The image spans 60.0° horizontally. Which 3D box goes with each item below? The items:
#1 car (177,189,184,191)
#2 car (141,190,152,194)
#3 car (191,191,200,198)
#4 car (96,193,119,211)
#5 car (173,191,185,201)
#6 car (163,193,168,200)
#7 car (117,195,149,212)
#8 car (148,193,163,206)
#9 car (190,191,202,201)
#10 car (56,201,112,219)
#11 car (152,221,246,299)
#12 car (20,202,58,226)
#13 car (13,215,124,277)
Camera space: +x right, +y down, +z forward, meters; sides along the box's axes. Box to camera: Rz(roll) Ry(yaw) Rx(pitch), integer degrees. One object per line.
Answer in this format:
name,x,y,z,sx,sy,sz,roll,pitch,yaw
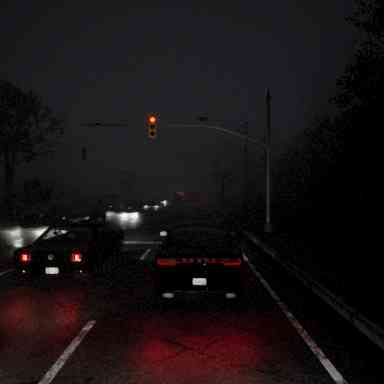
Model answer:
car,-2.689,0.160,77.247,2.097,1.767,4.553,0,3,1
car,-9.755,0.242,71.554,2.097,1.767,4.553,0,3,1
car,0.815,0.548,77.602,1.895,1.301,4.718,0,3,1
car,-10.210,1.211,40.702,2.150,2.045,5.566,0,0,0
car,-2.808,1.058,66.869,2.033,1.411,5.357,0,3,1
car,-6.267,0.901,70.447,1.895,1.301,4.718,0,3,1
car,-6.732,1.485,38.463,2.128,1.511,4.902,0,0,1
car,-6.522,1.421,55.779,1.882,1.535,5.008,0,1,1
car,0.792,0.726,66.938,2.150,2.045,5.566,0,3,1
car,-6.922,1.521,21.835,1.812,1.442,4.674,0,0,1
car,0.153,1.476,8.522,1.882,1.535,5.008,0,0,0
car,-10.399,1.473,23.891,1.882,1.535,5.008,0,0,1
car,-3.373,1.599,10.199,1.895,1.301,4.718,0,0,-1
